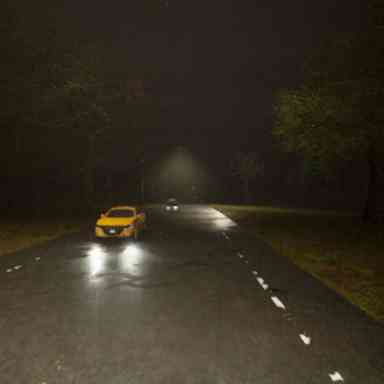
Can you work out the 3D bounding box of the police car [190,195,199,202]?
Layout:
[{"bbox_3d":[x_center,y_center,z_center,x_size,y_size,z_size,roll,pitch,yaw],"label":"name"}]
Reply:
[{"bbox_3d":[1.051,2.045,92.328,1.930,1.638,5.238,0,0,0],"label":"police car"}]

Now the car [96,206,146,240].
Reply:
[{"bbox_3d":[-3.600,1.519,17.539,1.882,1.535,5.008,0,0,0],"label":"car"}]

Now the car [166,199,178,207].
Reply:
[{"bbox_3d":[-3.543,1.898,59.568,1.994,1.385,4.181,0,0,1],"label":"car"}]
